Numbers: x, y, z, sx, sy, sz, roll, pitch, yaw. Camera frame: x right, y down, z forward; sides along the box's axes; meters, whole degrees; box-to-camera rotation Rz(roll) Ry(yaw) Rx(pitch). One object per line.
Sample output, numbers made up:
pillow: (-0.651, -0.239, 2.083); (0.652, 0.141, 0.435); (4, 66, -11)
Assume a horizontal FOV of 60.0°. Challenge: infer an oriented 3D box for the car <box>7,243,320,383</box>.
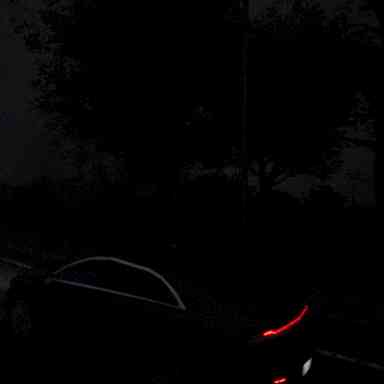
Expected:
car: (-0.797, 1.498, 4.742); (4.902, 1.511, 2.128); (0, 0, 37)
